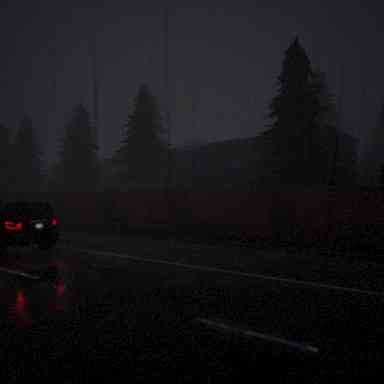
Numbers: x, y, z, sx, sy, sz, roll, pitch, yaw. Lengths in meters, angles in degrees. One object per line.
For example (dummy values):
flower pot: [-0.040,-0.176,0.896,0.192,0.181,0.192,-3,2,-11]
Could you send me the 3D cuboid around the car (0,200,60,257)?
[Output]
car: [-7.765,1.349,13.704,5.566,2.045,2.150,0,0,36]
